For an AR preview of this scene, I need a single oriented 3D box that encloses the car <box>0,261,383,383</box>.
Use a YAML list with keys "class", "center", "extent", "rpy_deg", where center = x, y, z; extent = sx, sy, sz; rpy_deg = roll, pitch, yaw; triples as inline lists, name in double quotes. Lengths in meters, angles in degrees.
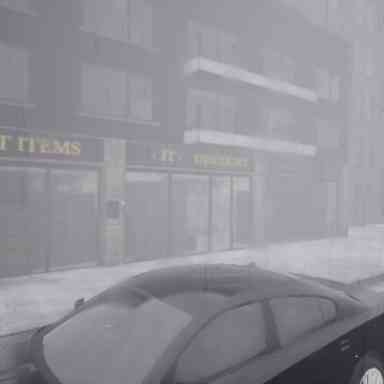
- class: "car"
  center: [-0.045, 1.496, 3.038]
  extent: [5.008, 1.535, 1.882]
  rpy_deg: [1, 0, -36]
